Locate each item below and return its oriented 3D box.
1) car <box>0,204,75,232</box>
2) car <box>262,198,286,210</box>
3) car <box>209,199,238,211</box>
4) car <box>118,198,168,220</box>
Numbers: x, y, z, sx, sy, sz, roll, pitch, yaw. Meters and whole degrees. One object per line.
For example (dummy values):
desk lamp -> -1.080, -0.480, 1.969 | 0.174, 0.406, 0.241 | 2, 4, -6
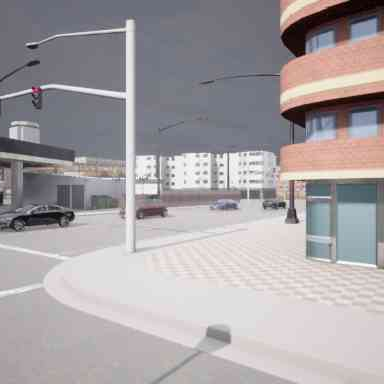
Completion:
car -> -9.602, 1.491, 20.477 | 2.128, 1.511, 4.902 | 0, 0, 34
car -> 10.870, 1.491, 43.704 | 2.128, 1.511, 4.902 | 0, 0, 35
car -> 3.967, 1.526, 40.193 | 1.812, 1.442, 4.674 | 0, 0, 35
car -> -4.120, 1.354, 28.491 | 2.097, 1.767, 4.553 | 0, 0, 34
